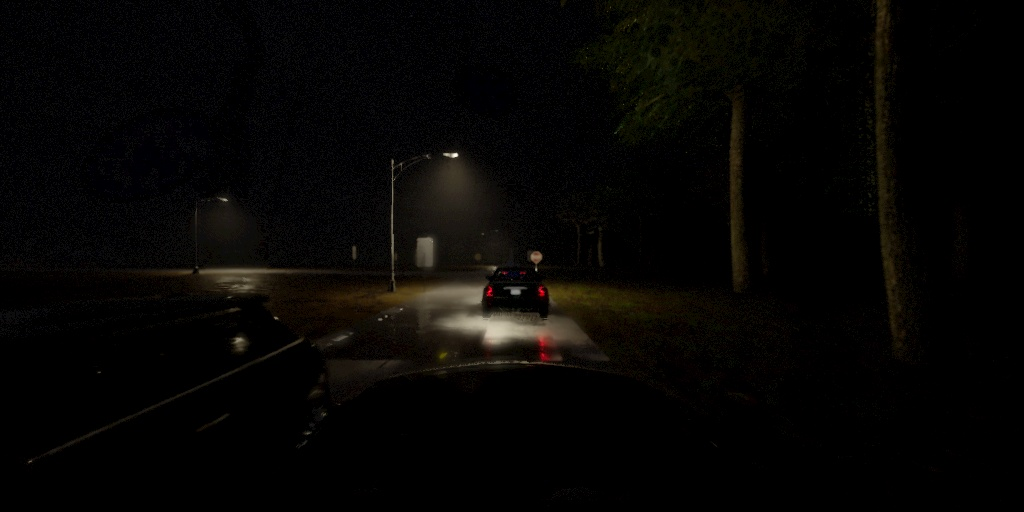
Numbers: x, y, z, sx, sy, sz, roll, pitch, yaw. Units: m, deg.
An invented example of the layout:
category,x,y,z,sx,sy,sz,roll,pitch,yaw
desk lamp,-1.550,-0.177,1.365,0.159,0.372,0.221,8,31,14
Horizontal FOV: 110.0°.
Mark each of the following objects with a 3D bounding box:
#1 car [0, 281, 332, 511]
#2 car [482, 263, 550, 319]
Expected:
category,x,y,z,sx,sy,sz,roll,pitch,yaw
car,-2.848,1.102,1.682,2.097,1.767,4.553,0,0,0
car,0.102,1.093,12.873,2.097,1.767,4.553,0,0,0
